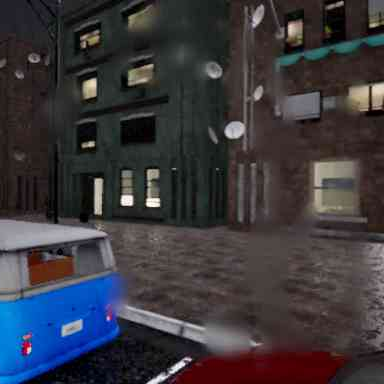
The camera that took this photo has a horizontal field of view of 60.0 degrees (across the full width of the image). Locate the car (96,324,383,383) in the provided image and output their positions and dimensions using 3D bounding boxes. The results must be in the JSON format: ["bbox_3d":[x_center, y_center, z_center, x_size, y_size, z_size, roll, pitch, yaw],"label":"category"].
[{"bbox_3d":[1.624,1.583,1.713,4.206,1.307,1.802,0,1,35],"label":"car"}]

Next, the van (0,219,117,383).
[{"bbox_3d":[-2.896,1.335,4.931,3.998,1.788,1.690,0,1,35],"label":"van"}]
